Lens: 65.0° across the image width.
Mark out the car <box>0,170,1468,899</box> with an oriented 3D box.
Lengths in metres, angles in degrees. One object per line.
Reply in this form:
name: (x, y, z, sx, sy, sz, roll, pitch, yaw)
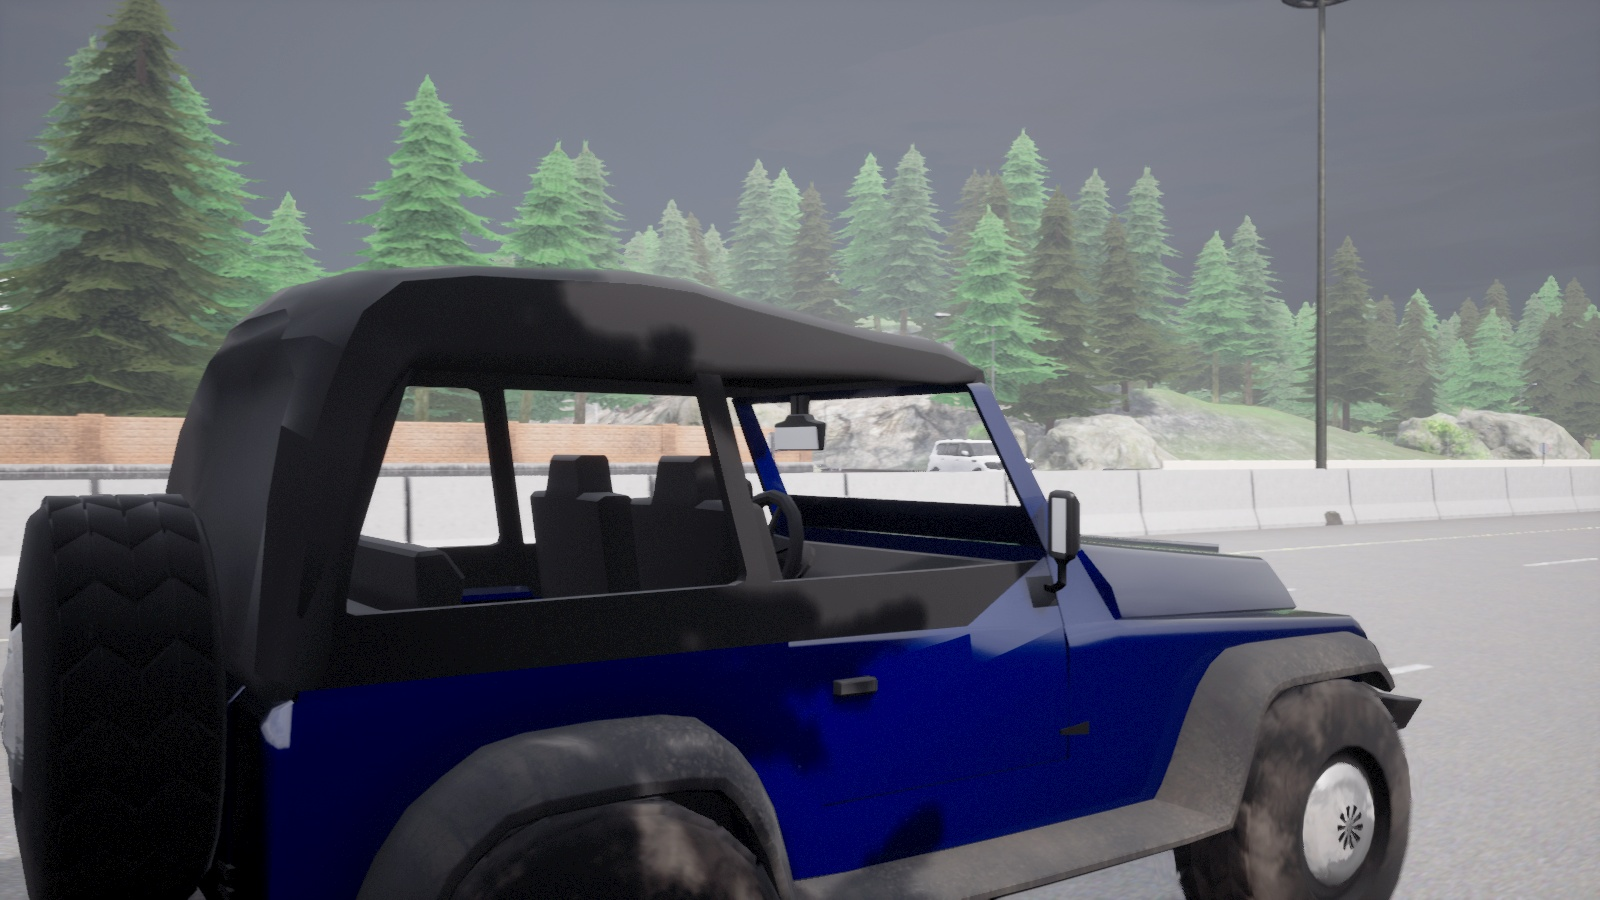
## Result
car: (-0.025, 0.550, 3.642, 3.866, 1.878, 1.905, 0, 0, -35)
